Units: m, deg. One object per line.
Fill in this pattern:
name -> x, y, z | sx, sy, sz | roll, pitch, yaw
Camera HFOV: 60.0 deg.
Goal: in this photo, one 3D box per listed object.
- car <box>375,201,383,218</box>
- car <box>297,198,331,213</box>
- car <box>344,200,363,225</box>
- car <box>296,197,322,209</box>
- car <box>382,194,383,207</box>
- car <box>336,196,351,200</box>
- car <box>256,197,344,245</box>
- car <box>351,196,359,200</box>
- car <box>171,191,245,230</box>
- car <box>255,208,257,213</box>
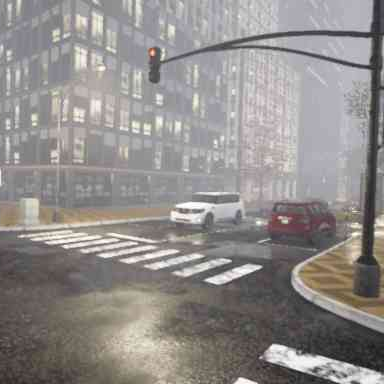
car -> 15.312, 1.649, 29.323 | 1.802, 1.307, 4.206 | 2, 1, 36
car -> 13.432, 1.405, 36.493 | 2.033, 1.411, 5.357 | 3, 1, 36
car -> 12.062, 1.570, 24.922 | 1.752, 1.417, 4.829 | 2, 1, 36
car -> 15.274, 1.346, 43.363 | 1.947, 1.339, 4.313 | 2, 1, 36
car -> 30.624, 1.299, 54.371 | 2.150, 2.045, 5.566 | 3, 1, 36
car -> 25.226, 1.369, 56.829 | 1.752, 1.417, 4.829 | 2, 1, 36
car -> 5.264, 1.312, 15.709 | 2.192, 1.841, 5.009 | 2, 1, 36
car -> 32.026, 1.467, 66.036 | 1.802, 1.307, 4.206 | 2, 1, 36
car -> 1.134, 0.993, 19.837 | 2.150, 2.045, 5.566 | 3, 1, 37
car -> 7.273, 1.362, 28.164 | 2.033, 1.411, 5.357 | 3, 1, 36
